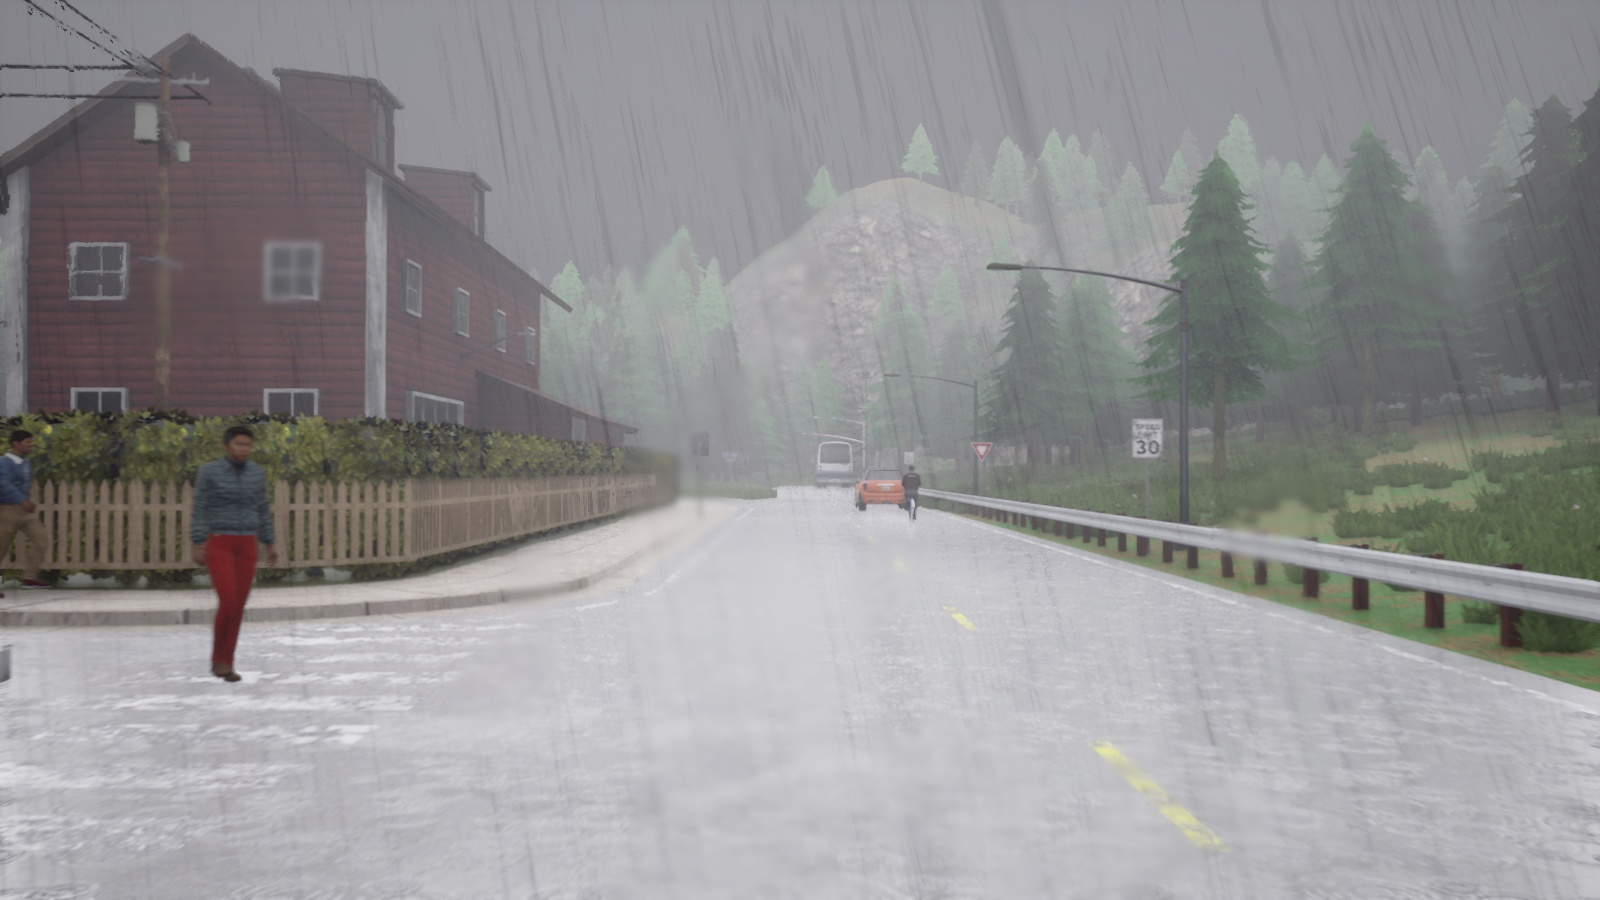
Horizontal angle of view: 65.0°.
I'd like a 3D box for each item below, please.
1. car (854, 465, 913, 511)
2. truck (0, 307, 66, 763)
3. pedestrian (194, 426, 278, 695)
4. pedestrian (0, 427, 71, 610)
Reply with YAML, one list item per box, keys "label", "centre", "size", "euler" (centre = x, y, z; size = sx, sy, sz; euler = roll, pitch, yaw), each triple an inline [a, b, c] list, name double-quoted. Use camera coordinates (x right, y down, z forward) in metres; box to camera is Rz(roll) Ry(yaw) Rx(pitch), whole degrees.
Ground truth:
- label: "car"
  centre: [3.375, 1.519, 51.341]
  size: [2.097, 1.767, 4.553]
  euler: [0, -1, 0]
- label: "truck"
  centre: [-6.825, 0.454, 5.911]
  size: [5.204, 2.467, 2.627]
  euler: [0, -1, -8]
- label: "pedestrian"
  centre: [-4.040, 0.767, 8.990]
  size: [0.614, 1.847, 0.353]
  euler: [-1, -1, 45]
- label: "pedestrian"
  centre: [-8.419, 0.731, 13.596]
  size: [0.788, 1.949, 0.423]
  euler: [0, -1, 3]
